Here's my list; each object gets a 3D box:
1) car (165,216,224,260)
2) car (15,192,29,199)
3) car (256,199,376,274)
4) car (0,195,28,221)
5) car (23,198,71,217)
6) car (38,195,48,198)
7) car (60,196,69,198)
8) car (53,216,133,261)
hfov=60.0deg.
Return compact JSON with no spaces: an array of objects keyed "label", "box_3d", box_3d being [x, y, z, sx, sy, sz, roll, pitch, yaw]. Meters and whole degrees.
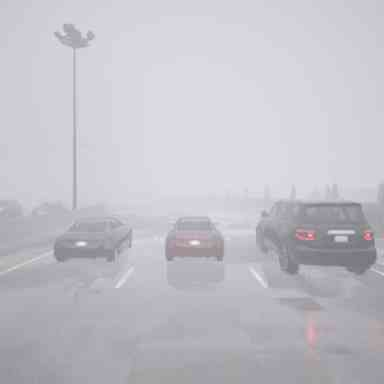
[{"label":"car","box_3d":[0.077,1.566,12.445,1.994,1.385,4.181,0,0,0]},{"label":"car","box_3d":[-33.898,1.098,65.925,2.150,2.045,5.566,0,0,-34]},{"label":"car","box_3d":[3.591,1.223,10.698,2.150,2.045,5.566,0,0,0]},{"label":"car","box_3d":[-14.897,1.355,25.863,2.097,1.767,4.553,0,0,-7]},{"label":"car","box_3d":[-11.504,1.495,27.007,2.128,1.511,4.902,0,0,-8]},{"label":"car","box_3d":[-29.373,1.472,65.565,1.837,1.490,4.892,0,0,-34]},{"label":"car","box_3d":[-24.880,1.497,65.025,1.812,1.442,4.674,0,0,-31]},{"label":"car","box_3d":[-3.420,1.565,12.248,1.994,1.385,4.181,0,0,0]}]
